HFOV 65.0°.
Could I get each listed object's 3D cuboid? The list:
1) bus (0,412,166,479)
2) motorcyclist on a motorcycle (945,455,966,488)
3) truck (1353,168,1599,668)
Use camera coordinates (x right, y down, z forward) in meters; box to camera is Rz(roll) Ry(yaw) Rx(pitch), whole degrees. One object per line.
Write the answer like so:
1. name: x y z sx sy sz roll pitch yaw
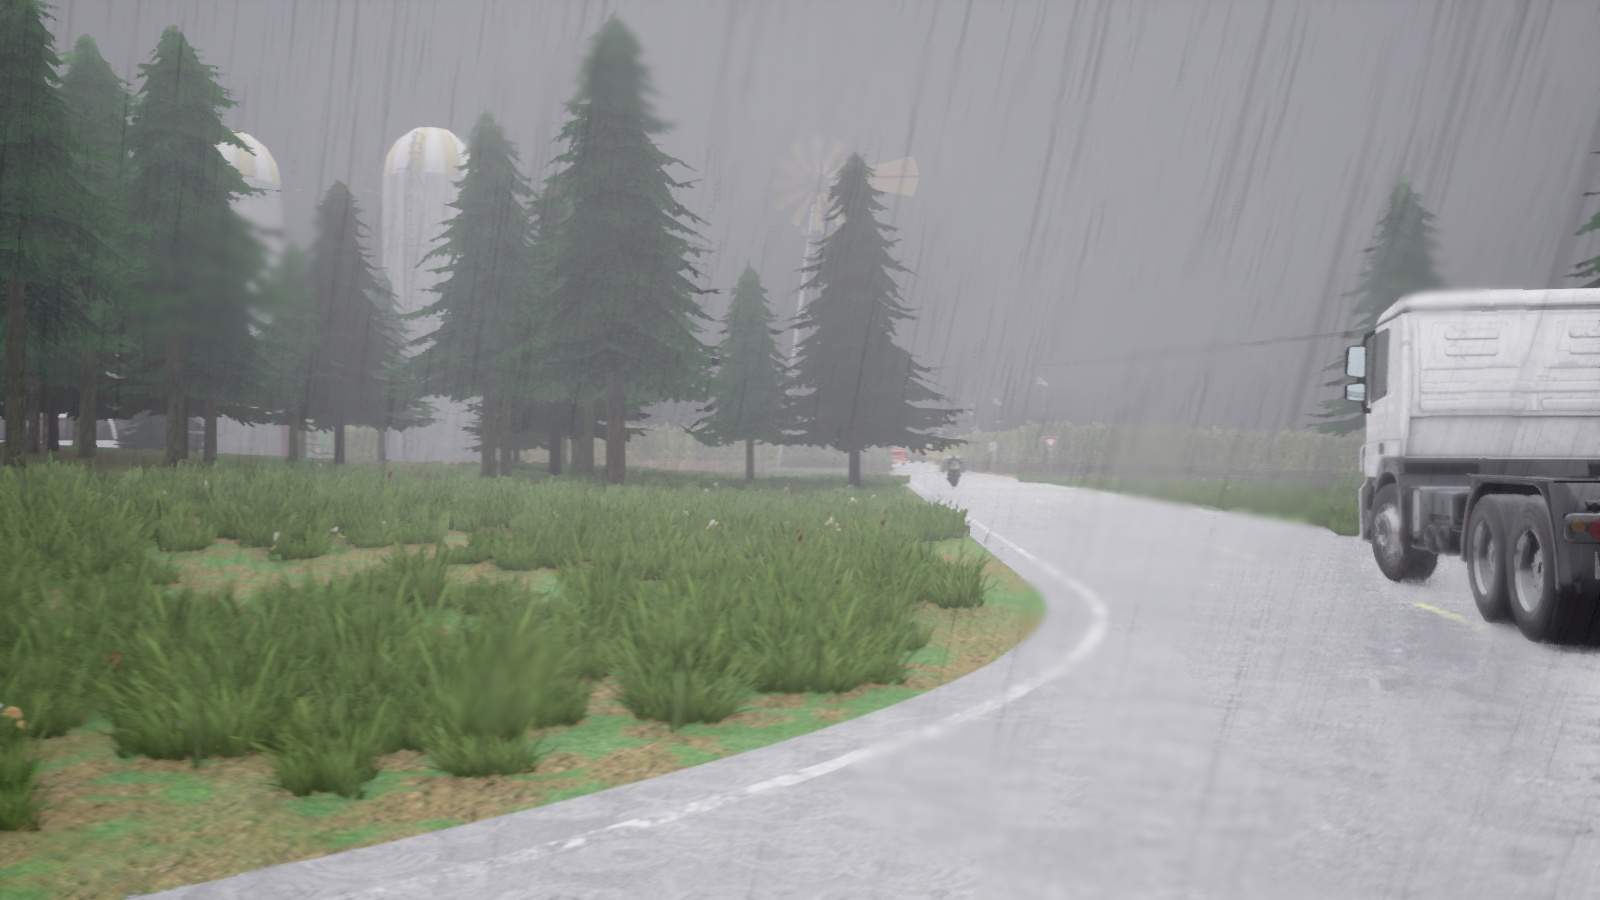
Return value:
1. bus: -47.864 -0.288 82.724 10.273 4.253 3.944 0 0 4
2. motorcyclist on a motorcycle: 7.310 0.991 59.096 0.866 1.530 2.191 0 0 3
3. truck: 7.719 -0.213 12.239 2.891 3.462 7.936 0 0 14
